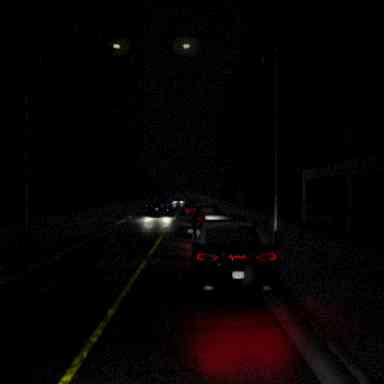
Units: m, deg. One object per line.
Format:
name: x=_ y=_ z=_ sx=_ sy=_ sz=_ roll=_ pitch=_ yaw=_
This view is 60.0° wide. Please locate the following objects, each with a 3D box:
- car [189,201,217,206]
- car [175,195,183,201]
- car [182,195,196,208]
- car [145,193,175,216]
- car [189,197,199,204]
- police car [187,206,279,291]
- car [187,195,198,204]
car: x=0.902 y=1.475 z=18.929 sx=1.812 sy=1.442 sz=4.674 roll=0 pitch=0 yaw=0
car: x=-2.993 y=1.337 z=73.847 sx=1.812 sy=1.442 sz=4.674 roll=0 pitch=0 yaw=0
car: x=0.022 y=1.492 z=46.095 sx=1.895 sy=1.301 sz=4.718 roll=0 pitch=0 yaw=0
car: x=-3.096 y=1.141 z=32.054 sx=2.150 sy=2.045 sz=5.566 roll=0 pitch=0 yaw=0
car: x=0.902 y=1.413 z=24.930 sx=1.882 sy=1.535 sz=5.008 roll=0 pitch=0 yaw=0
police car: x=0.901 y=1.400 z=9.039 sx=1.930 sy=1.638 sz=5.238 roll=0 pitch=0 yaw=0
car: x=0.006 y=1.340 z=59.064 sx=1.882 sy=1.535 sz=5.008 roll=0 pitch=0 yaw=0
